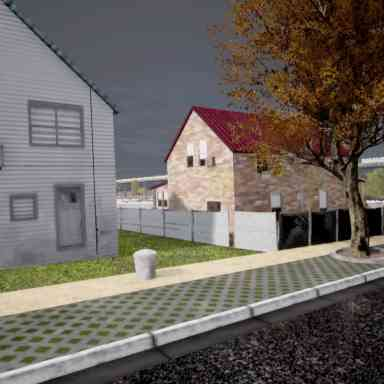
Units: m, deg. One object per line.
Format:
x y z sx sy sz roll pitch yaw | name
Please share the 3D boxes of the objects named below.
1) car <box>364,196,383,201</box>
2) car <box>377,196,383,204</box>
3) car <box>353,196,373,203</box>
28.504 1.703 52.907 2.097 1.767 4.553 -2 0 1 | car
38.426 1.623 64.529 2.128 1.511 4.902 -2 0 0 | car
38.507 1.583 74.956 1.837 1.490 4.892 -2 0 0 | car
